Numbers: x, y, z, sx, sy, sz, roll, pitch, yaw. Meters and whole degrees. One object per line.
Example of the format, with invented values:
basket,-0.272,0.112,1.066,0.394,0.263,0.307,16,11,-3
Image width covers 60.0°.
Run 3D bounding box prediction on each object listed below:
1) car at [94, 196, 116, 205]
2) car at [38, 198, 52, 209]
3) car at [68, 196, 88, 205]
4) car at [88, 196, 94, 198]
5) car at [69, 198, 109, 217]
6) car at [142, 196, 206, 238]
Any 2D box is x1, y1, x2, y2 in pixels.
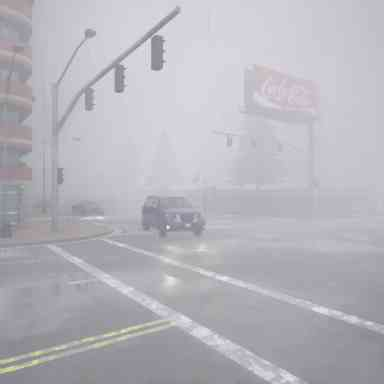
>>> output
car,-14.487,1.505,56.410,1.837,1.490,4.892,0,0,-36
car,-19.673,1.564,45.325,1.994,1.385,4.181,0,0,-36
car,-20.557,1.564,58.857,1.994,1.385,4.181,0,0,-36
car,-19.974,1.478,64.040,1.882,1.535,5.008,0,0,-36
car,-9.923,1.564,31.742,1.994,1.385,4.181,0,0,-36
car,-1.207,1.222,18.149,2.150,2.045,5.566,1,0,-22
